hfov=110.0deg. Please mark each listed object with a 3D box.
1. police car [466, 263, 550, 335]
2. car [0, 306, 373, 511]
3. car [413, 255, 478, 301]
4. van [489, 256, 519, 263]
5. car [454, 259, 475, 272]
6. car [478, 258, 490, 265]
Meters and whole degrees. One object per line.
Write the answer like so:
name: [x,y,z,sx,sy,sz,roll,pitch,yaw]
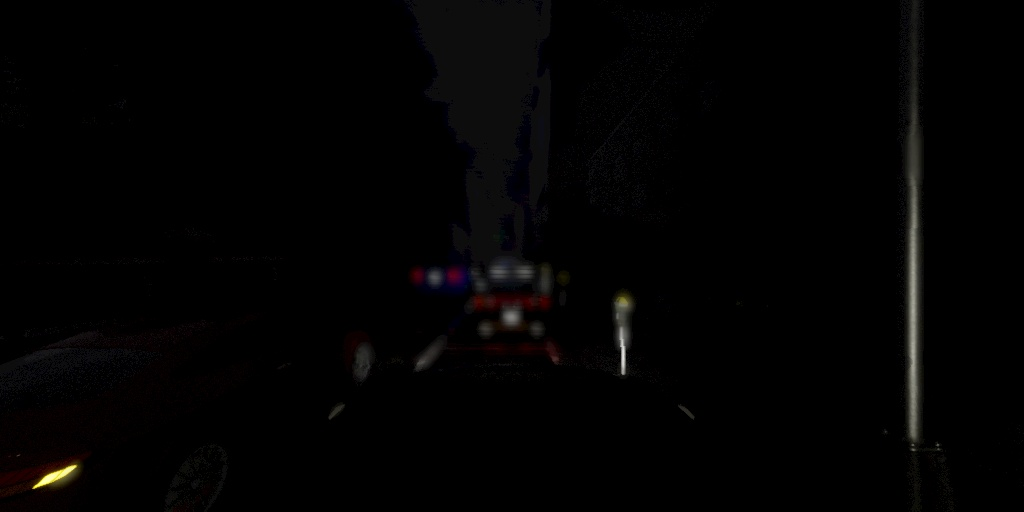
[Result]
police car: [-0.011,1.173,10.610,1.930,1.638,5.238,0,0,0]
car: [-3.146,1.275,3.877,1.812,1.442,4.674,0,0,0]
car: [-3.137,0.969,17.322,2.150,2.045,5.566,0,0,0]
van: [-0.289,1.083,21.849,1.690,1.789,3.998,0,0,0]
car: [-6.163,1.207,47.313,2.128,1.511,4.902,0,0,0]
car: [-3.126,1.239,33.268,1.837,1.490,4.892,0,1,0]
